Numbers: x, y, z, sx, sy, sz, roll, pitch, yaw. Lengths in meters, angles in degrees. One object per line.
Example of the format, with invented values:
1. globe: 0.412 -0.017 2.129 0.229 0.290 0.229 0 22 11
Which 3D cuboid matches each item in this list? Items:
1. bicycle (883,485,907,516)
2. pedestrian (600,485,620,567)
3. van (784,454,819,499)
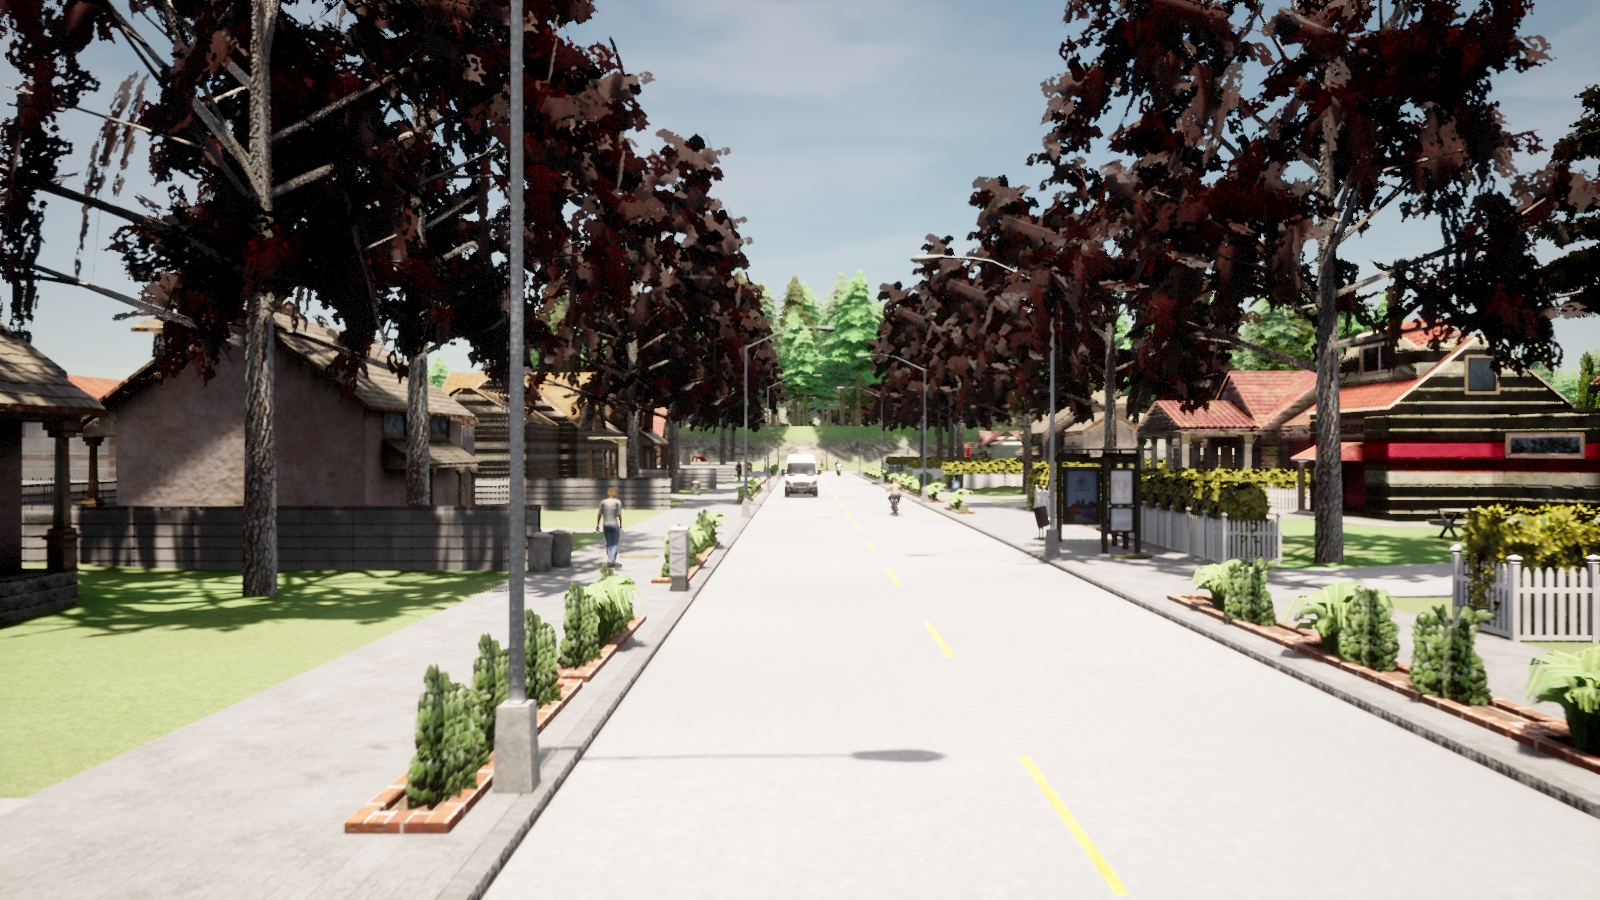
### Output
1. bicycle: 4.069 2.158 49.039 0.859 1.276 1.487 0 0 0
2. pedestrian: -4.345 1.743 26.198 0.375 1.860 0.375 0 0 4
3. van: 0.080 1.534 68.424 1.988 2.561 5.915 0 0 0
